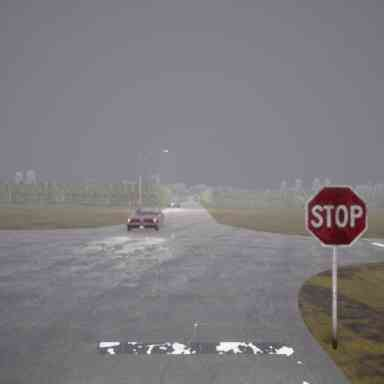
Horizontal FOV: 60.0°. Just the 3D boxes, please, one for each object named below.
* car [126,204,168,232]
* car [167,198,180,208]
[{"bbox_3d":[-2.754,1.629,20.459,1.895,1.301,4.718,0,0,0],"label":"car"},{"bbox_3d":[-2.761,1.642,49.614,2.128,1.511,4.902,0,0,0],"label":"car"}]
